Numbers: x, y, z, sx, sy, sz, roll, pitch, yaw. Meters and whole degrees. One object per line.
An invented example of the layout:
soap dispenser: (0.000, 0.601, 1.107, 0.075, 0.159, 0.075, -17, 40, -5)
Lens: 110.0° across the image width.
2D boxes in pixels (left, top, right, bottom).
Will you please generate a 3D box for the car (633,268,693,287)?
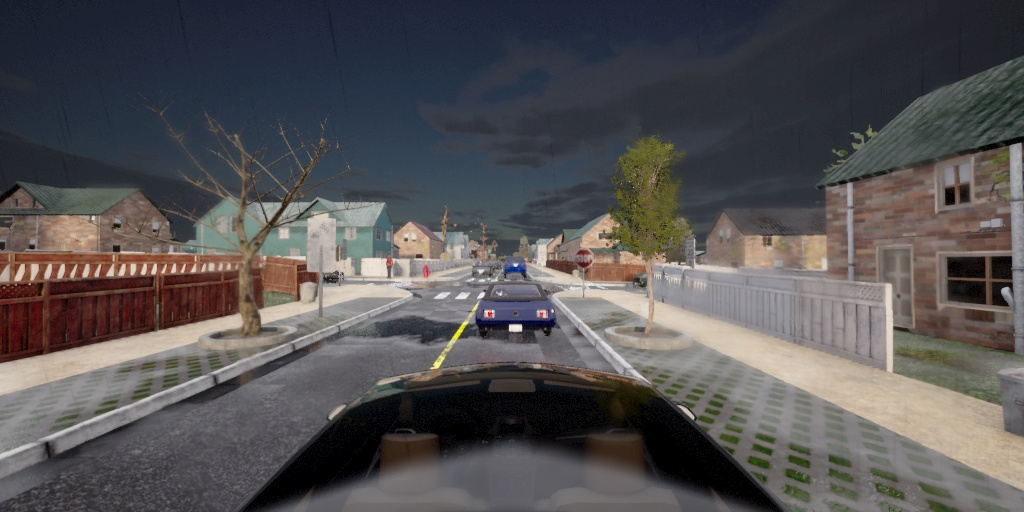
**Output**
car: (10.965, 1.427, 25.329, 4.553, 1.767, 2.097, 1, -1, -1)

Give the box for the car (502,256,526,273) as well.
car: (0.223, 1.022, 36.563, 2.150, 2.045, 5.566, 0, 0, -2)

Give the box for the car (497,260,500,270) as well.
car: (-2.922, 1.425, 45.152, 1.895, 1.301, 4.718, 0, 0, 0)

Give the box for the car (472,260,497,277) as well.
car: (-2.908, 1.290, 35.851, 2.128, 1.511, 4.902, 0, 0, 0)

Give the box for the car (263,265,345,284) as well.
car: (-12.959, 0.993, 22.296, 4.892, 1.490, 1.837, 1, -1, 2)

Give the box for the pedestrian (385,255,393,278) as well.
pedestrian: (-9.676, 0.802, 28.242, 0.375, 1.860, 0.375, 0, -2, 0)

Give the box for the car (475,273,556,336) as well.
car: (0.083, 1.358, 10.415, 1.895, 1.301, 4.718, 0, 0, 0)
